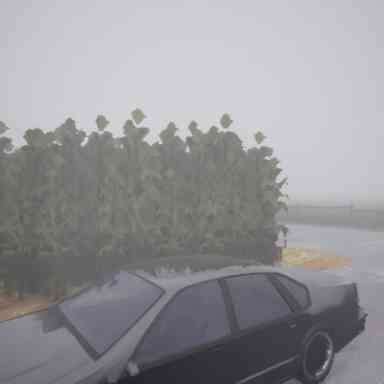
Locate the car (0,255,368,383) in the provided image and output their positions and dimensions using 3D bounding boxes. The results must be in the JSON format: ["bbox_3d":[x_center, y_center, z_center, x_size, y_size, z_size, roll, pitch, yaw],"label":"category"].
[{"bbox_3d":[-0.141,1.530,3.800,5.357,1.411,2.033,-1,0,-35],"label":"car"}]
